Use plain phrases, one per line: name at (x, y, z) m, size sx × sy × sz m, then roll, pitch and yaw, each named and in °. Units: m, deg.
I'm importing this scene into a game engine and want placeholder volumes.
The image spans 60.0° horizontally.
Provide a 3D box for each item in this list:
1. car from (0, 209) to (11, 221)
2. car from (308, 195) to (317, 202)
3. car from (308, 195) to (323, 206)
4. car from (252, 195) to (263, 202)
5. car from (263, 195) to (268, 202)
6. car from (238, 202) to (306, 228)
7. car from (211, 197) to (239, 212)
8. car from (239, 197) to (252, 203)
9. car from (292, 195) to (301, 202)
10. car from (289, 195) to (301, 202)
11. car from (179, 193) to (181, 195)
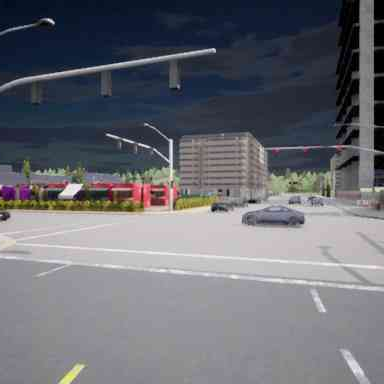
car at (-16.445, 1.614, 26.162) m, size 4.181 × 1.385 × 1.994 m, roll 0°, pitch 0°, yaw 19°
car at (28.108, 1.506, 77.696) m, size 1.812 × 1.442 × 4.674 m, roll 0°, pitch 0°, yaw 19°
car at (19.919, 1.535, 53.073) m, size 2.033 × 1.411 × 5.357 m, roll 0°, pitch 0°, yaw 19°
car at (11.185, 1.587, 60.526) m, size 1.895 × 1.301 × 4.718 m, roll 0°, pitch 0°, yaw 19°
car at (15.749, 1.495, 73.899) m, size 2.128 × 1.511 × 4.902 m, roll 0°, pitch 0°, yaw 19°
car at (5.513, 1.606, 22.499) m, size 4.181 × 1.385 × 1.994 m, roll 0°, pitch 0°, yaw 19°
car at (3.648, 1.539, 38.298) m, size 2.033 × 1.411 × 5.357 m, roll 0°, pitch 0°, yaw 19°
car at (6.993, 1.494, 48.184) m, size 1.837 × 1.490 × 4.892 m, roll 0°, pitch 0°, yaw 19°
car at (24.686, 1.521, 78.503) m, size 2.033 × 1.411 × 5.357 m, roll 0°, pitch 0°, yaw 19°
car at (18.915, 1.549, 61.057) m, size 1.994 × 1.385 × 4.181 m, roll 0°, pitch 0°, yaw 19°
car at (-4.717, 1.190, 81.376) m, size 4.605 × 1.855 × 1.932 m, roll 0°, pitch 0°, yaw 19°
